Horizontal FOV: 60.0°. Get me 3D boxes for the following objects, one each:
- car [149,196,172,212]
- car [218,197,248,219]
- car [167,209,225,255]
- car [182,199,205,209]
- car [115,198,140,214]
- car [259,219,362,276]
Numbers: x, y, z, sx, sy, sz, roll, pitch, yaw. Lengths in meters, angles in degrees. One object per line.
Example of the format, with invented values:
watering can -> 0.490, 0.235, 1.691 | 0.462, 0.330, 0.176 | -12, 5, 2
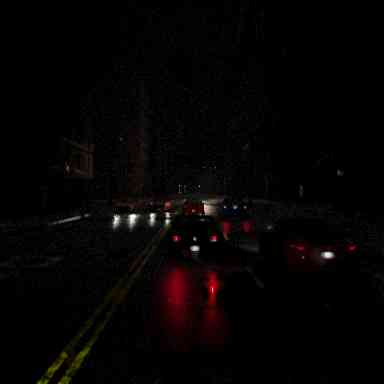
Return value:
car -> -3.292, 1.203, 35.773 | 2.097, 1.767, 4.553 | 0, 0, 1
car -> 3.357, 1.235, 27.897 | 2.097, 1.767, 4.553 | 0, 0, 0
car -> 0.104, 1.544, 13.080 | 1.895, 1.301, 4.718 | 0, 0, 0
car -> 0.107, 1.354, 29.406 | 1.882, 1.535, 5.008 | 0, 0, 0
car -> -6.553, 1.335, 34.193 | 1.882, 1.535, 5.008 | 0, 0, 0
car -> 3.352, 1.519, 10.213 | 1.994, 1.385, 4.181 | 0, 0, 0
